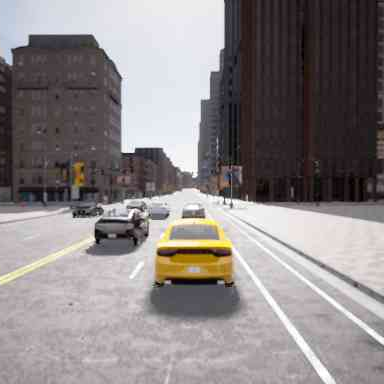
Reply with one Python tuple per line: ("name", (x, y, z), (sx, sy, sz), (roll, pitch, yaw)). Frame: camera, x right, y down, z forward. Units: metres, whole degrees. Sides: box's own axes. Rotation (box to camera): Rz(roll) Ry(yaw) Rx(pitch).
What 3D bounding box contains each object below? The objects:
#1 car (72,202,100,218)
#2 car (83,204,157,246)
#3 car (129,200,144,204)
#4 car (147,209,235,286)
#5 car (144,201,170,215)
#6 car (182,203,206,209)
("car", (-9.764, 1.634, 31.397), (1.994, 1.385, 4.181), (0, 0, 0))
("car", (-3.131, 1.519, 15.549), (2.128, 1.511, 4.902), (0, 0, 0))
("car", (-6.467, 1.642, 38.959), (2.033, 1.411, 5.357), (0, 0, 1))
("car", (0.071, 1.493, 9.519), (1.882, 1.535, 5.008), (0, 0, 1))
("car", (-3.094, 1.597, 31.410), (1.812, 1.442, 4.674), (0, 0, 0))
("car", (0.134, 1.606, 26.866), (2.033, 1.411, 5.357), (0, 0, 1))
